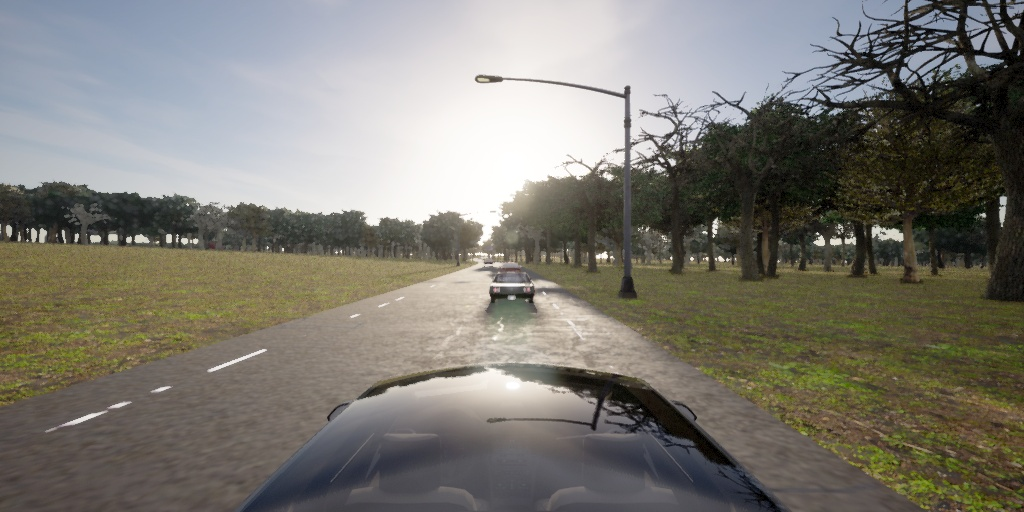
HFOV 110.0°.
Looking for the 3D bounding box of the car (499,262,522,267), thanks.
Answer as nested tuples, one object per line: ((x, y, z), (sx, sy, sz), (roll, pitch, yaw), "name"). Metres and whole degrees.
((-0.137, 1.271, 31.528), (1.882, 1.535, 5.008), (0, 0, -1), "car")

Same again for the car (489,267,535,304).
((-0.007, 1.378, 16.537), (1.895, 1.301, 4.718), (0, 0, 0), "car")
